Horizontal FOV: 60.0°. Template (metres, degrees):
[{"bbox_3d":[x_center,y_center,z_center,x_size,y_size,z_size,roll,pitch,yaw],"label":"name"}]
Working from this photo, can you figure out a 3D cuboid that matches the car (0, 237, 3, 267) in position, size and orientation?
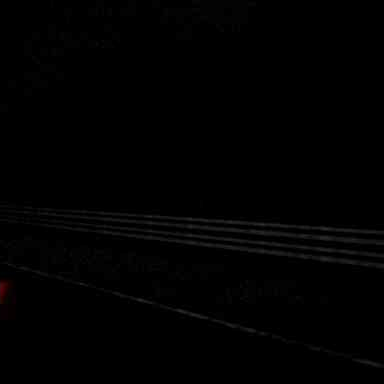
[{"bbox_3d":[-7.077,1.336,8.645,4.856,1.649,2.033,1,-3,24],"label":"car"}]
